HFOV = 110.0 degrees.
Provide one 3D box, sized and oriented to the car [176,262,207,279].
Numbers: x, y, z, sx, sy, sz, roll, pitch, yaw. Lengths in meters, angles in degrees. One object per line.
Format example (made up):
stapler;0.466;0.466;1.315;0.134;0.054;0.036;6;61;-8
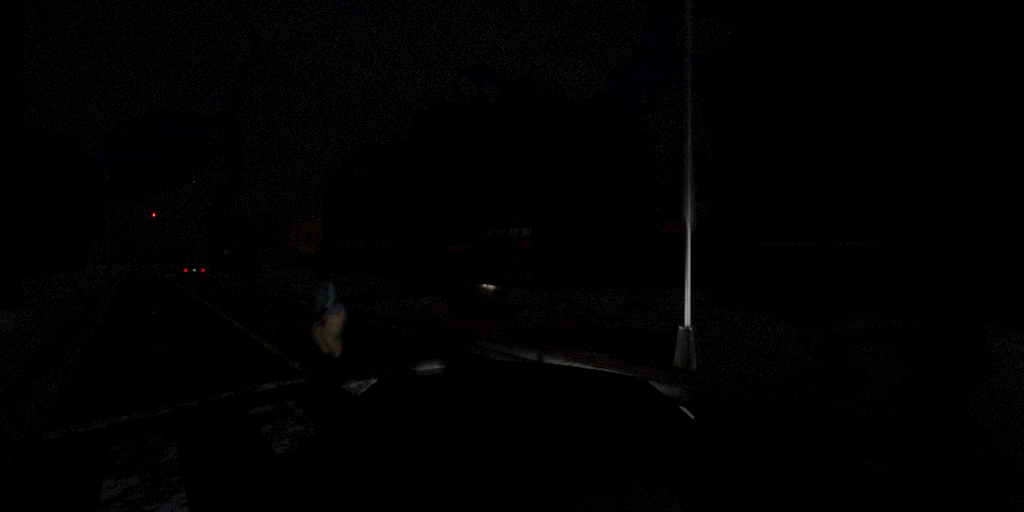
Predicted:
car;-29.346;1.274;32.830;5.357;1.411;2.033;0;0;44

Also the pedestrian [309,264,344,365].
pedestrian;-3.352;1.038;6.479;0.375;1.860;0.375;0;0;44
